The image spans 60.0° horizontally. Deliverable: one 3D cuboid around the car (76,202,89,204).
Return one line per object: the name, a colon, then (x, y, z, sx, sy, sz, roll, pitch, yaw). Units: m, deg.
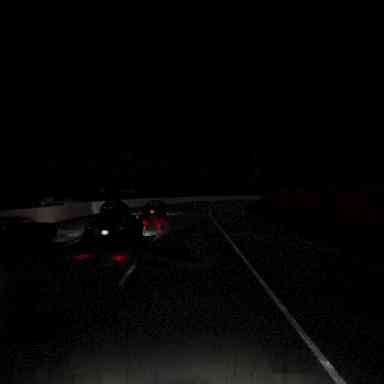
car: (-13.289, 1.487, 42.409, 1.837, 1.490, 4.892, 0, 0, 7)

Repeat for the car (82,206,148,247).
car: (-3.407, 1.557, 15.008, 1.994, 1.385, 4.181, 0, 0, 0)

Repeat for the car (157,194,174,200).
car: (-6.720, 1.201, 85.112, 1.837, 1.490, 4.892, 0, 0, 28)

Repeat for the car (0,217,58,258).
car: (-6.909, 1.595, 12.728, 1.895, 1.301, 4.718, 0, 0, 0)

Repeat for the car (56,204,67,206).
car: (-16.548, 1.506, 44.649, 1.812, 1.442, 4.674, 0, 0, 8)

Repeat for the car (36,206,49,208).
car: (-19.907, 1.505, 45.890, 1.812, 1.442, 4.674, 0, 0, 8)

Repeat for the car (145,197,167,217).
car: (-3.374, 1.513, 30.726, 1.812, 1.442, 4.674, 0, 0, 1)

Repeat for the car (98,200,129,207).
car: (-6.881, 1.492, 29.747, 1.837, 1.490, 4.892, 0, 0, 0)
